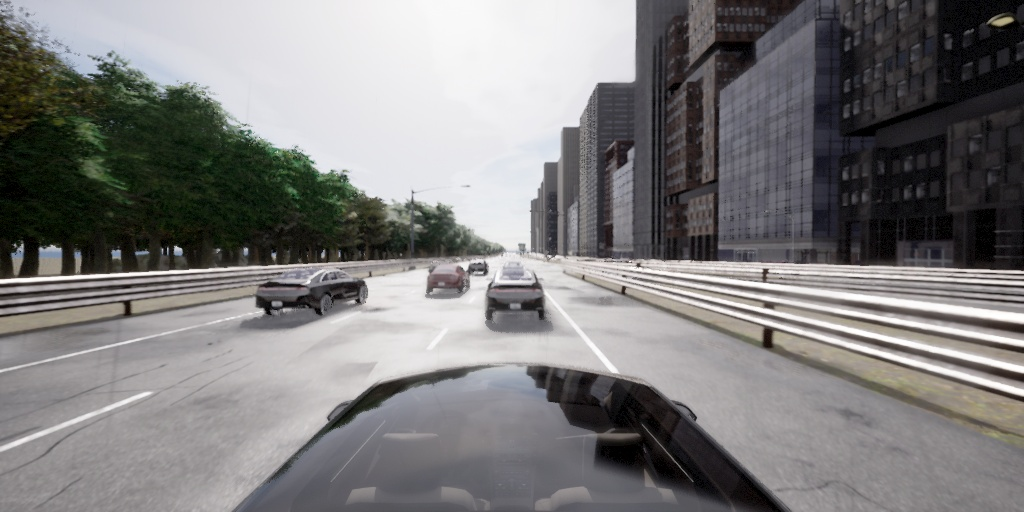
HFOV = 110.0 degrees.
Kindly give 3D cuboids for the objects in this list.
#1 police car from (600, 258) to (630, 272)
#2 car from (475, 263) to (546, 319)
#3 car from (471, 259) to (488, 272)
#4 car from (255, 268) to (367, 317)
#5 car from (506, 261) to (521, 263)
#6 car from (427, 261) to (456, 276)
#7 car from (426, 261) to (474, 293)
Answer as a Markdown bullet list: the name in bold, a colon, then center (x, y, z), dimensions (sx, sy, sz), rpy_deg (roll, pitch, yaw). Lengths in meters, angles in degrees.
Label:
- **police car**: center (11.311, 1.036, 39.470), dimensions (1.930, 1.638, 5.238), rpy_deg (0, 0, -15)
- **car**: center (0.101, 1.181, 12.465), dimensions (2.128, 1.511, 4.902), rpy_deg (0, 0, 0)
- **car**: center (-3.396, 1.053, 36.796), dimensions (2.128, 1.511, 4.902), rpy_deg (0, 0, 0)
- **car**: center (-6.898, 1.178, 12.953), dimensions (2.128, 1.511, 4.902), rpy_deg (0, 0, 0)
- **car**: center (0.105, 1.141, 30.583), dimensions (2.033, 1.411, 5.357), rpy_deg (0, 0, 0)
- **car**: center (-6.896, 1.169, 35.513), dimensions (1.895, 1.301, 4.718), rpy_deg (0, 0, 0)
- **car**: center (-3.398, 1.176, 19.604), dimensions (1.812, 1.442, 4.674), rpy_deg (0, 0, 0)
